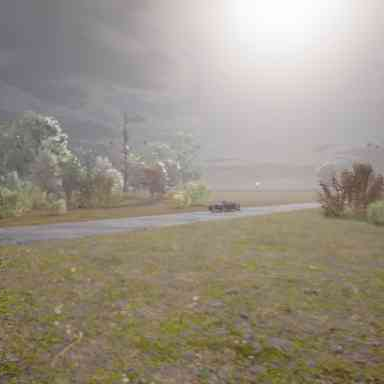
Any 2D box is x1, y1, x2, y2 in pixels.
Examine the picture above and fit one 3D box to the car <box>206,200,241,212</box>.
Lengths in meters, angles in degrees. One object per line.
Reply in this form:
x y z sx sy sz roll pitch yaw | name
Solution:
3.590 1.527 37.219 1.895 1.301 4.718 0 0 36 | car
